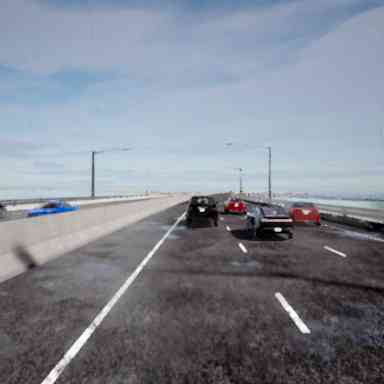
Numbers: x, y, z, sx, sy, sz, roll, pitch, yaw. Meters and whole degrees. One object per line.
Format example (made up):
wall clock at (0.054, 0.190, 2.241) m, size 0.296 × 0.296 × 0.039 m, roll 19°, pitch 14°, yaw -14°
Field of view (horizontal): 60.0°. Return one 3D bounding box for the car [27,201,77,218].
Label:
car at (-9.963, 1.412, 23.987) m, size 1.882 × 1.535 × 5.008 m, roll 0°, pitch 0°, yaw 2°

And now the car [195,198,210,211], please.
car at (1.391, 1.554, 42.750) m, size 1.812 × 1.442 × 4.674 m, roll 0°, pitch 0°, yaw 2°

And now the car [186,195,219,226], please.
car at (0.735, 1.242, 23.836) m, size 2.150 × 2.045 × 5.566 m, roll 0°, pitch 0°, yaw 2°

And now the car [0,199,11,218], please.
car at (-16.878, 1.384, 26.704) m, size 1.837 × 1.490 × 4.892 m, roll 0°, pitch 0°, yaw 2°

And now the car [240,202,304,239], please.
car at (4.049, 1.536, 17.797) m, size 2.128 × 1.511 × 4.902 m, roll 0°, pitch 0°, yaw 2°

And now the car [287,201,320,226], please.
car at (7.762, 1.429, 24.566) m, size 2.097 × 1.767 × 4.553 m, roll 0°, pitch 0°, yaw 2°

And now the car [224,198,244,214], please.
car at (4.671, 1.406, 36.492) m, size 2.097 × 1.767 × 4.553 m, roll 0°, pitch 0°, yaw 2°

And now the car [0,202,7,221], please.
car at (-13.588, 1.451, 20.182) m, size 2.033 × 1.411 × 5.357 m, roll 0°, pitch 0°, yaw 2°
